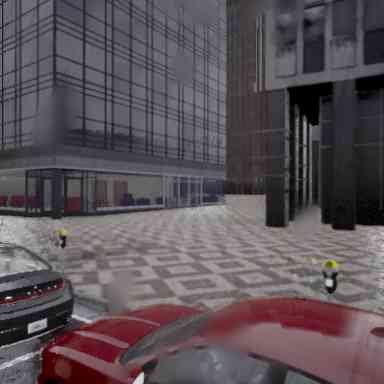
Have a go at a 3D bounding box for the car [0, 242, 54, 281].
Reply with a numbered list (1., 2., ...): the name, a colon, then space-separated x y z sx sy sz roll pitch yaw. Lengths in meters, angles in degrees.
1. car: -3.830 1.542 5.691 4.403 1.369 2.008 0 0 35

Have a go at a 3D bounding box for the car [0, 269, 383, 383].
1. car: 0.603 1.543 2.531 4.507 1.381 1.887 0 0 35
